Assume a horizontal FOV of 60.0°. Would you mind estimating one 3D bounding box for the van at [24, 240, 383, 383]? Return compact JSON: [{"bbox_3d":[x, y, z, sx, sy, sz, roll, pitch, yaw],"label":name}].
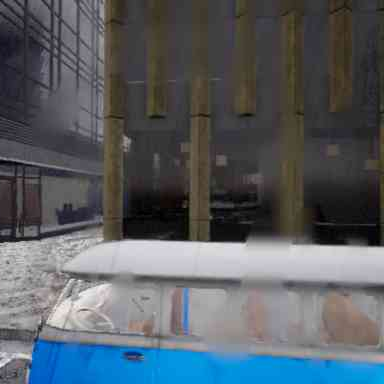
[{"bbox_3d":[0.554,1.391,3.063,3.998,1.788,1.690,0,-1,7],"label":"van"}]
